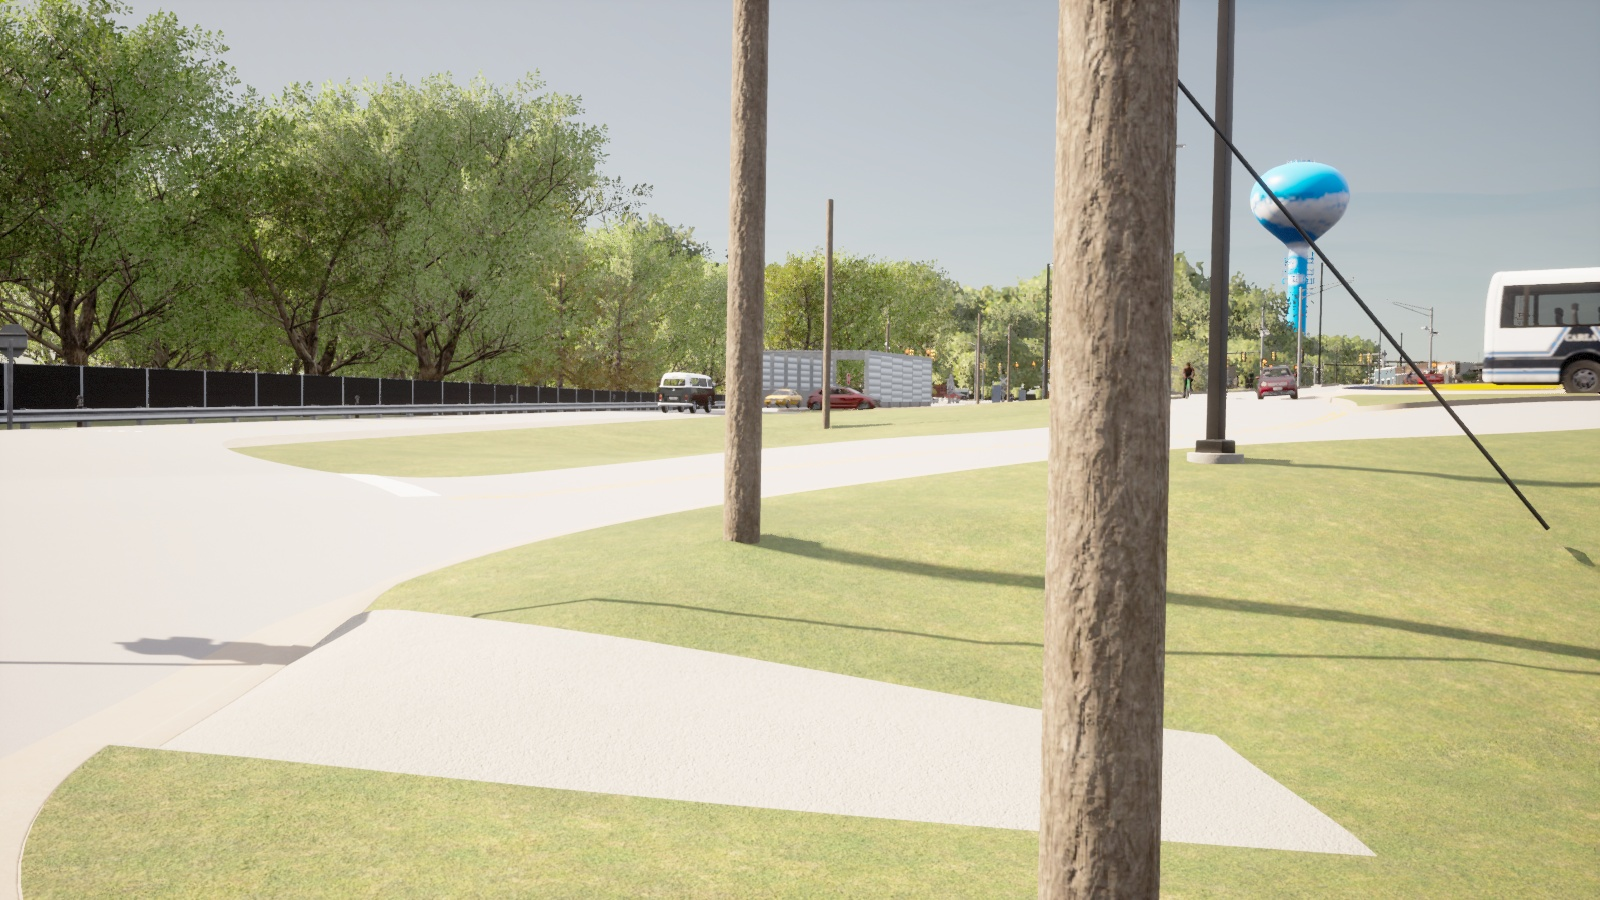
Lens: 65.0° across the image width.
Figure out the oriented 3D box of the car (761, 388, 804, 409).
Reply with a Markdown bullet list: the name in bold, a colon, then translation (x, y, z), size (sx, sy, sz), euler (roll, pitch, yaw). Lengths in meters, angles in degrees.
- **car**: translation (-1.298, -4.001, 96.785), size (1.801, 1.575, 5.366), euler (0, 3, 16)

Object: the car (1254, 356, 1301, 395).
- **car**: translation (21.926, -3.446, 57.754), size (1.789, 1.549, 3.705), euler (-4, 3, 19)

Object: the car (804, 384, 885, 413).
- **car**: translation (2.539, -2.894, 71.075), size (4.193, 1.474, 1.816), euler (-1, 3, 15)

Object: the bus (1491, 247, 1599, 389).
- **bus**: translation (27.683, -4.162, 39.199), size (10.273, 4.253, 3.944), euler (1, 2, 35)

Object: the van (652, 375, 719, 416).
- **van**: translation (-5.809, -2.809, 64.375), size (2.069, 2.038, 4.480), euler (0, 3, 14)
